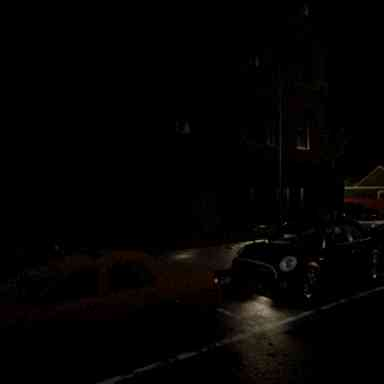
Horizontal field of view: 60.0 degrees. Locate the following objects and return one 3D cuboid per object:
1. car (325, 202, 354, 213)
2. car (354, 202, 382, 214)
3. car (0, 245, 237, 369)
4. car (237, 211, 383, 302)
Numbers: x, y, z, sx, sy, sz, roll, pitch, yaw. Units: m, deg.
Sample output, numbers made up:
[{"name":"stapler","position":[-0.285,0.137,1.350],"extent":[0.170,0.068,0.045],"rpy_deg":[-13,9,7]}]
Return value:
[{"name":"car","position":[10.968,1.654,28.848],"extent":[1.837,1.490,4.892],"rpy_deg":[0,0,-33]},{"name":"car","position":[14.275,1.651,29.793],"extent":[1.837,1.490,4.892],"rpy_deg":[0,0,-36]},{"name":"car","position":[-1.747,1.528,4.941],"extent":[4.829,1.417,1.752],"rpy_deg":[0,0,-36]},{"name":"car","position":[2.874,1.454,8.259],"extent":[4.097,1.590,1.967],"rpy_deg":[0,0,-36]}]
